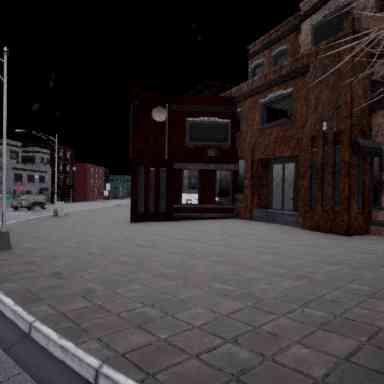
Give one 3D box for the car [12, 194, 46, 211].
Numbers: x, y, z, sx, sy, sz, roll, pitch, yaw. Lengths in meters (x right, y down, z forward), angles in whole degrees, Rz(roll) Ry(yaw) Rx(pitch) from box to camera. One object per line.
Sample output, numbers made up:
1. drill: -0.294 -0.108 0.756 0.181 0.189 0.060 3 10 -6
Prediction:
1. car: -20.519 1.316 42.170 2.150 2.045 5.566 1 0 -1
